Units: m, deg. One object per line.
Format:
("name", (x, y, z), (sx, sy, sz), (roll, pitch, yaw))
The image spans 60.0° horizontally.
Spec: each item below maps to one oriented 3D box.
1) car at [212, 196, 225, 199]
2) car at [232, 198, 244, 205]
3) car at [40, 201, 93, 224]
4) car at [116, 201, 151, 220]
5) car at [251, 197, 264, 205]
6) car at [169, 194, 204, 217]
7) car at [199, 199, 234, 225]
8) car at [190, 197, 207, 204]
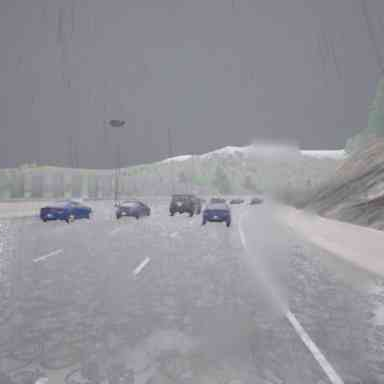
("car", (5.094, 1.563, 63.724), (1.882, 1.535, 5.008), (0, 0, 21))
("car", (8.717, 1.737, 63.833), (1.895, 1.301, 4.718), (1, 0, 22))
("car", (-8.841, 1.360, 23.875), (1.882, 1.535, 5.008), (0, 0, 8))
("car", (-4.788, 1.466, 27.427), (1.812, 1.442, 4.674), (1, 0, 9))
("car", (12.428, 1.693, 63.252), (1.837, 1.490, 4.892), (0, 0, 21))
("car", (-0.559, 1.222, 31.791), (2.150, 2.045, 5.566), (1, 0, 12))
("car", (1.904, 1.510, 24.353), (1.882, 1.535, 5.008), (1, 0, 8))
("car", (1.285, 1.597, 63.404), (1.994, 1.385, 4.181), (1, 0, 21))
